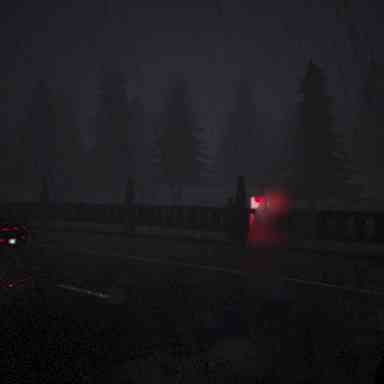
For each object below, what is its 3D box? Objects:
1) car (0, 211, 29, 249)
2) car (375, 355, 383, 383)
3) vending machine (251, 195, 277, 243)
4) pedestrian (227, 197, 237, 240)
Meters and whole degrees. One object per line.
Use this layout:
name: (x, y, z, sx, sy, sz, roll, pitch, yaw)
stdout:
car: (-8.430, 1.455, 12.790, 4.892, 1.490, 1.837, 0, 0, 28)
car: (3.525, 1.485, 1.287, 5.008, 1.535, 1.882, 0, 0, 36)
vending machine: (3.310, 1.174, 15.252, 0.880, 2.100, 1.100, 0, 0, 32)
pedestrian: (1.714, 1.117, 14.522, 0.375, 1.860, 0.375, 0, 0, 31)
